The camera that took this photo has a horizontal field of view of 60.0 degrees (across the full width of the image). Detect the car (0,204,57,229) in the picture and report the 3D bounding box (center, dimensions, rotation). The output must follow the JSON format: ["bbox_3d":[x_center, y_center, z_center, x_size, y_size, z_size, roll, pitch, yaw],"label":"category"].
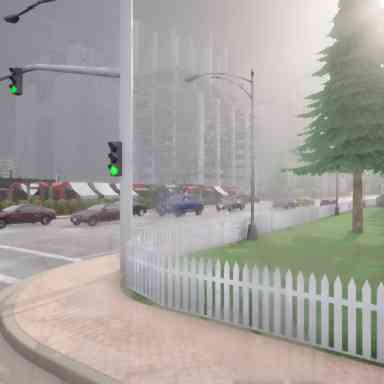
[{"bbox_3d":[-11.405,1.526,22.152,1.812,1.442,4.674,0,0,36],"label":"car"}]

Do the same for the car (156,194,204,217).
[{"bbox_3d":[-0.982,1.221,31.365,2.150,2.045,5.566,0,0,34],"label":"car"}]

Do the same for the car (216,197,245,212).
[{"bbox_3d":[4.650,1.492,39.707,2.128,1.511,4.902,0,0,34],"label":"car"}]

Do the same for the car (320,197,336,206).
[{"bbox_3d":[21.082,1.526,51.258,1.812,1.442,4.674,0,0,34],"label":"car"}]

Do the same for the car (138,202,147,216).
[{"bbox_3d":[-6.188,1.478,29.900,1.882,1.535,5.008,0,0,34],"label":"car"}]

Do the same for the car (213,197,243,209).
[{"bbox_3d":[5.162,1.492,46.685,2.128,1.511,4.902,0,0,34],"label":"car"}]

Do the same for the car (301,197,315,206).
[{"bbox_3d":[18.251,1.478,53.319,1.882,1.535,5.008,0,0,34],"label":"car"}]

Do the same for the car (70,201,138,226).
[{"bbox_3d":[-6.290,1.526,23.444,1.812,1.442,4.674,0,0,34],"label":"car"}]

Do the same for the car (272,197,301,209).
[{"bbox_3d":[12.454,1.547,44.709,2.033,1.411,5.357,0,0,34],"label":"car"}]
